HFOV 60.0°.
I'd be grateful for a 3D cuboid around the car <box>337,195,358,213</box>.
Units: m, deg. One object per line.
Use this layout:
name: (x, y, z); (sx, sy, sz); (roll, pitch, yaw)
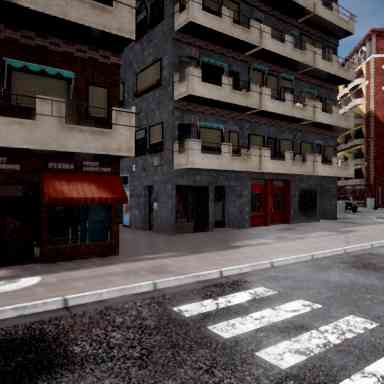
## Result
car: (17.951, 1.425, 40.095); (2.150, 2.045, 5.566); (0, 0, 5)
